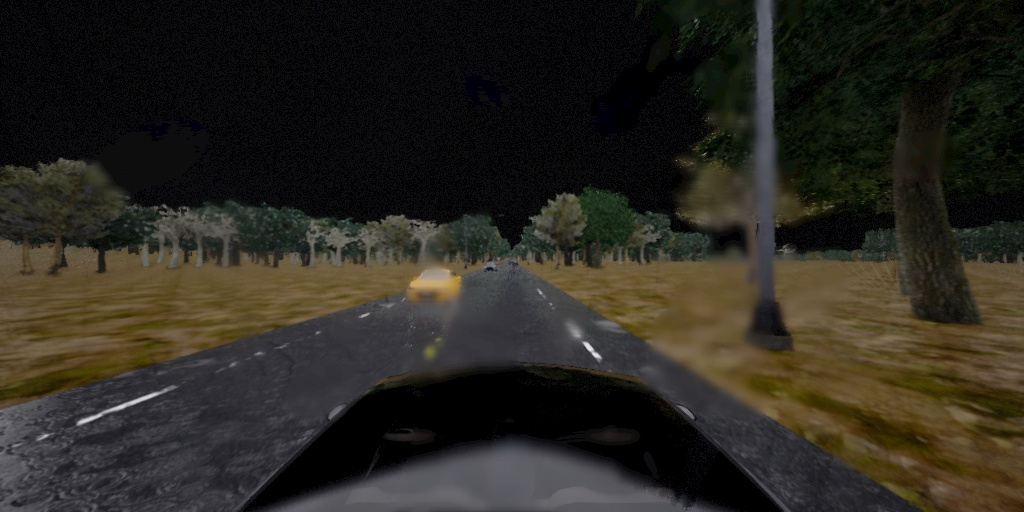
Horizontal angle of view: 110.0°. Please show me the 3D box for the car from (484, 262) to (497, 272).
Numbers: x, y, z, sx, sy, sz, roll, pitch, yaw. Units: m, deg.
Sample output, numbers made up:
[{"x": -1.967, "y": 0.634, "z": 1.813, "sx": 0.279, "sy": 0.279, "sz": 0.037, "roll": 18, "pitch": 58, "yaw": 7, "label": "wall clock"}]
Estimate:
[{"x": -3.563, "y": 1.736, "z": 60.140, "sx": 2.097, "sy": 1.767, "sz": 4.553, "roll": 0, "pitch": -1, "yaw": 1, "label": "car"}]

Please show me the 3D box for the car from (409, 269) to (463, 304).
[{"x": -3.606, "y": 1.404, "z": 17.700, "sx": 1.882, "sy": 1.535, "sz": 5.008, "roll": 0, "pitch": -1, "yaw": 0, "label": "car"}]
